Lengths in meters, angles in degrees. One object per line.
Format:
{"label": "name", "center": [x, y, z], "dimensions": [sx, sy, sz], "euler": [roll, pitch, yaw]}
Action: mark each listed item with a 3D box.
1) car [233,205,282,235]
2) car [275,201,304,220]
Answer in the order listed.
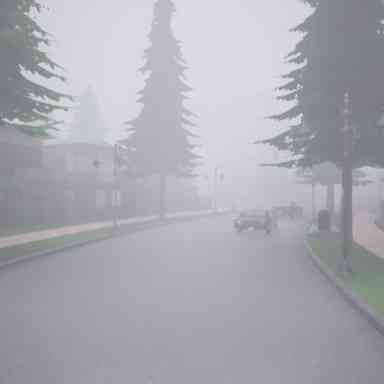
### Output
{"label": "car", "center": [3.877, 1.638, 19.488], "dimensions": [1.895, 1.301, 4.718], "euler": [0, 0, 21]}
{"label": "car", "center": [8.425, 1.550, 29.231], "dimensions": [1.882, 1.535, 5.008], "euler": [0, 0, 31]}
